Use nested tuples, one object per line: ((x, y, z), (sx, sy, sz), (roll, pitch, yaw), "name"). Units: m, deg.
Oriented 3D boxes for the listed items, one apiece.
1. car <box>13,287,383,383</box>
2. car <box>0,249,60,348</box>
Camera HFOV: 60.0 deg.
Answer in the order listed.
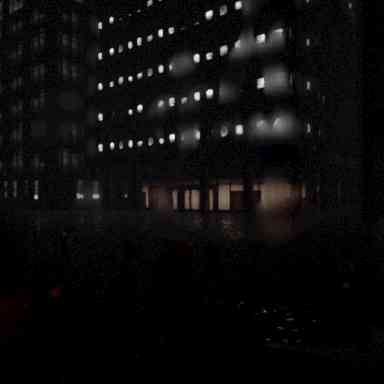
((0.723, 1.586, 2.359), (4.206, 1.307, 1.802), (0, 0, 35), "car")
((-3.862, 1.618, 5.630), (4.206, 1.307, 1.802), (0, 0, 35), "car")
